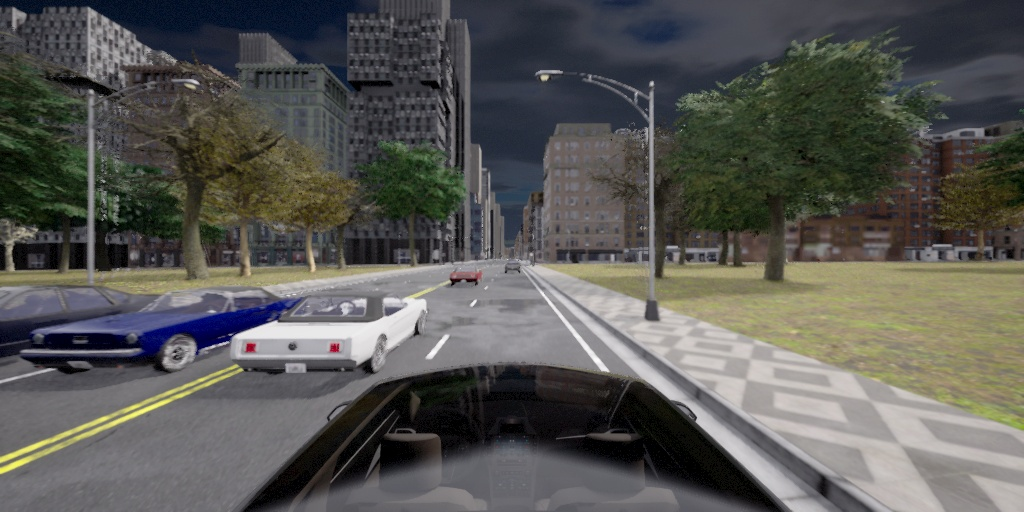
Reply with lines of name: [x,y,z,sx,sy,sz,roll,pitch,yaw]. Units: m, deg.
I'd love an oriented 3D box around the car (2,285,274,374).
car: [-6.601,1.354,7.687,1.895,1.301,4.718,0,0,0]

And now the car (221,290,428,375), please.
car: [-3.151,1.352,7.457,1.895,1.301,4.718,0,0,0]

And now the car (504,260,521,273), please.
car: [0.089,1.268,44.102,2.128,1.511,4.902,0,0,0]

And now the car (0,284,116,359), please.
car: [-9.851,1.301,7.166,2.033,1.411,5.357,0,0,0]

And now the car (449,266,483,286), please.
car: [-3.156,1.360,25.560,1.895,1.301,4.718,0,0,0]
